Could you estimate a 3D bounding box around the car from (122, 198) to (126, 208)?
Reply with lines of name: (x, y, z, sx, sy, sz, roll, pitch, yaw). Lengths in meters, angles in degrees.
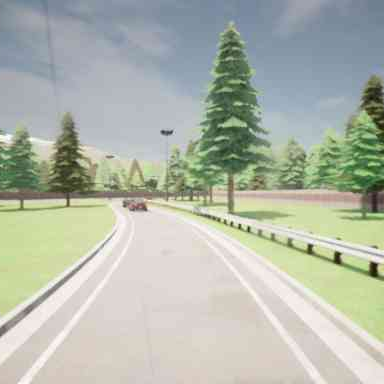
car: (-9.345, 1.555, 49.652, 2.128, 1.511, 4.902, 0, 0, -16)

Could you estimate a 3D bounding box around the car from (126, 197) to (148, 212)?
car: (-6.494, 1.572, 40.019, 1.812, 1.442, 4.674, 0, 0, -17)
